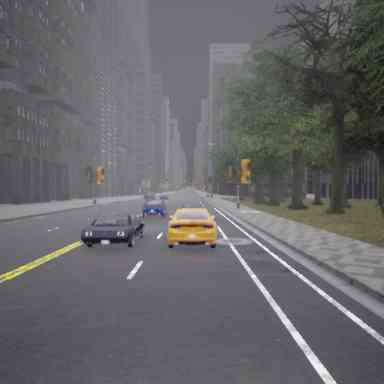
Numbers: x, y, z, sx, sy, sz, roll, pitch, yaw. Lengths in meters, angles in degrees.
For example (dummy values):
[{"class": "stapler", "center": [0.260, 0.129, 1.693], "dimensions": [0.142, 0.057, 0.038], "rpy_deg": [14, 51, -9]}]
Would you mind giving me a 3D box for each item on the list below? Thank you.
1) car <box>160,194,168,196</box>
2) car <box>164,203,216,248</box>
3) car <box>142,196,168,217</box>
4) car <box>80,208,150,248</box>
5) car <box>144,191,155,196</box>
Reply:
[{"class": "car", "center": [-6.499, 1.218, 76.566], "dimensions": [1.895, 1.301, 4.718], "rpy_deg": [0, 0, 0]}, {"class": "car", "center": [0.000, 1.455, 14.649], "dimensions": [1.882, 1.535, 5.008], "rpy_deg": [0, 0, 0]}, {"class": "car", "center": [-3.250, 1.389, 29.647], "dimensions": [1.882, 1.535, 5.008], "rpy_deg": [0, 0, 0]}, {"class": "car", "center": [-3.250, 1.586, 14.679], "dimensions": [1.895, 1.301, 4.718], "rpy_deg": [0, 0, 0]}, {"class": "car", "center": [-9.749, 0.848, 76.564], "dimensions": [2.150, 2.045, 5.566], "rpy_deg": [0, 0, 0]}]
